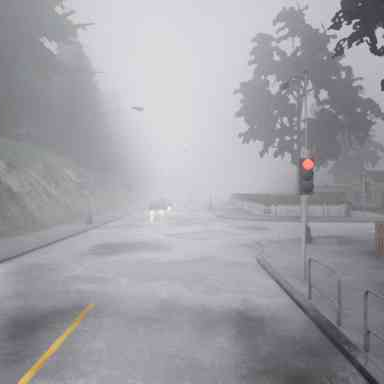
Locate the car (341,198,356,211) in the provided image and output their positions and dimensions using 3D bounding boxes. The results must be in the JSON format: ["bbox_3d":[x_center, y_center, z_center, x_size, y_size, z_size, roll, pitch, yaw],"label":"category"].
[{"bbox_3d":[15.803,1.279,35.710,1.994,1.381,4.181,0,0,0],"label":"car"}]

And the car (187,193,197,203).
[{"bbox_3d":[0.032,1.486,67.243,1.812,1.442,4.674,0,0,0],"label":"car"}]

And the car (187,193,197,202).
[{"bbox_3d":[0.037,1.170,77.476,2.150,2.045,5.566,0,0,0],"label":"car"}]

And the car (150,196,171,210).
[{"bbox_3d":[-4.068,1.540,41.397,1.994,1.385,4.181,0,0,0],"label":"car"}]

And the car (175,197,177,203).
[{"bbox_3d":[-3.997,1.487,66.328,1.812,1.442,4.674,0,0,1],"label":"car"}]

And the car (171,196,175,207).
[{"bbox_3d":[-4.062,1.534,50.838,1.994,1.385,4.181,0,0,0],"label":"car"}]
